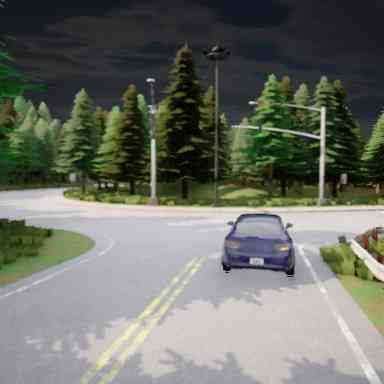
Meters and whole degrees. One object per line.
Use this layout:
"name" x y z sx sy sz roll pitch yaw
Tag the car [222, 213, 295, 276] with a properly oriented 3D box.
"car" 1.986 1.343 9.834 1.812 1.442 4.674 1 2 13
